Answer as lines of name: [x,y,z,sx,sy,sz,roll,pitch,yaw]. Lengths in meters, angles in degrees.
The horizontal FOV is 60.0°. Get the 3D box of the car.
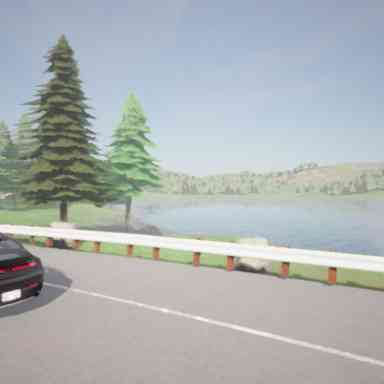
car: [-5.132,1.502,6.834,4.892,1.490,1.837,0,0,30]
